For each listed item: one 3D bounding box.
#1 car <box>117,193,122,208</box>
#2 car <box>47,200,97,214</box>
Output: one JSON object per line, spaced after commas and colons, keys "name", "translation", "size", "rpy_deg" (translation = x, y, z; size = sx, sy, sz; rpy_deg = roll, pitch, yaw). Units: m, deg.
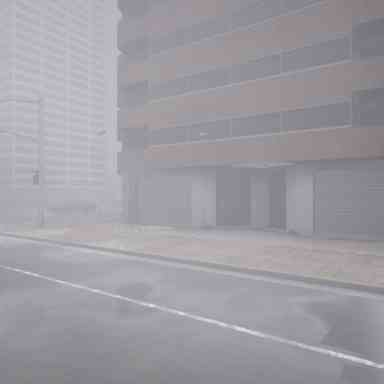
{"name": "car", "translation": [-7.338, 1.352, 44.654], "size": [2.097, 1.767, 4.553], "rpy_deg": [0, 0, 35]}
{"name": "car", "translation": [-13.034, 1.547, 36.532], "size": [2.033, 1.411, 5.357], "rpy_deg": [0, 0, 35]}
